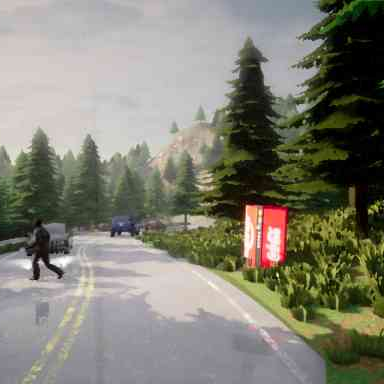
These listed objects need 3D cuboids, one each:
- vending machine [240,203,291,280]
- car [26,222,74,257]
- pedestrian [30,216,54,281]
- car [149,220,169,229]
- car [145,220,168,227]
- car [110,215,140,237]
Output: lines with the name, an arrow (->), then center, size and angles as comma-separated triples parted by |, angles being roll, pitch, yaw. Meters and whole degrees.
vending machine -> 2.126, 1.402, 9.732 | 1.100, 2.100, 0.880 | 3, -1, -14
car -> -7.220, 2.363, 17.162 | 1.837, 1.490, 4.892 | 0, -3, -17
pedestrian -> -4.202, 1.561, 9.316 | 0.375, 1.860, 0.375 | -3, 1, -16
car -> -5.533, 5.433, 56.444 | 1.812, 1.442, 4.674 | 0, -4, 16
car -> -4.943, 4.608, 45.324 | 1.812, 1.442, 4.674 | 0, -5, 13
car -> -6.374, 3.233, 32.172 | 2.150, 2.045, 5.566 | 0, -5, -2
